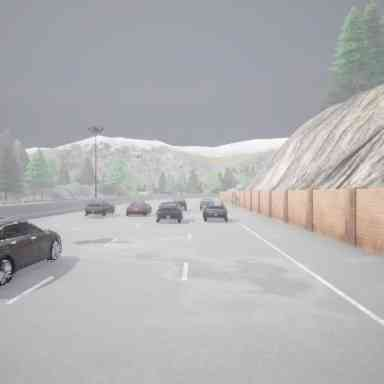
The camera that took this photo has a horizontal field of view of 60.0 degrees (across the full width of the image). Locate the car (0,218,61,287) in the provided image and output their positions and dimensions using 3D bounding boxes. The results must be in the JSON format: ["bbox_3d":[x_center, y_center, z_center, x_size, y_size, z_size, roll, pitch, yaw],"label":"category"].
[{"bbox_3d":[-5.338,1.505,9.320,1.837,1.490,4.892,0,0,0],"label":"car"}]

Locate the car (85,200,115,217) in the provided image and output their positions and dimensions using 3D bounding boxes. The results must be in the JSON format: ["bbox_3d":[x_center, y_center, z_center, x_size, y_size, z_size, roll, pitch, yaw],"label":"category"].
[{"bbox_3d":[-8.661,1.493,31.629,2.128,1.511,4.902,0,0,0],"label":"car"}]

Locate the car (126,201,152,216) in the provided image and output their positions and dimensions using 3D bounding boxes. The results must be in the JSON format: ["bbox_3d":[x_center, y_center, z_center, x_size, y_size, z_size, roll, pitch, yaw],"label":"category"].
[{"bbox_3d":[-5.152,1.564,32.747,1.994,1.385,4.181,0,0,0],"label":"car"}]

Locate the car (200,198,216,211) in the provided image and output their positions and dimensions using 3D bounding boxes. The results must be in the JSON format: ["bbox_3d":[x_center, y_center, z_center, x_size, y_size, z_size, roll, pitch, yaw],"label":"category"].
[{"bbox_3d":[1.914,1.526,41.346,1.812,1.442,4.674,0,0,1],"label":"car"}]

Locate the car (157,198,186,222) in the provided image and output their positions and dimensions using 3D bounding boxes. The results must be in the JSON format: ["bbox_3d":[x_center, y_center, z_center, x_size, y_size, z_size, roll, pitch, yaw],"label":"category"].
[{"bbox_3d":[-1.701,1.507,26.419,1.837,1.490,4.892,0,0,0],"label":"car"}]

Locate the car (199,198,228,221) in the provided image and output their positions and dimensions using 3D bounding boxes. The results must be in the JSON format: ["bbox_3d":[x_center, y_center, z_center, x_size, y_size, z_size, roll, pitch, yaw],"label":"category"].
[{"bbox_3d":[1.804,1.492,27.139,2.128,1.511,4.902,0,0,0],"label":"car"}]

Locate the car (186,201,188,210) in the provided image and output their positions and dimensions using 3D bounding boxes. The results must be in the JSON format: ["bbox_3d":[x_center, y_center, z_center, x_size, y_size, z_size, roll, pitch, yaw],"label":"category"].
[{"bbox_3d":[-1.588,1.478,40.657,1.882,1.535,5.008,0,0,0],"label":"car"}]
